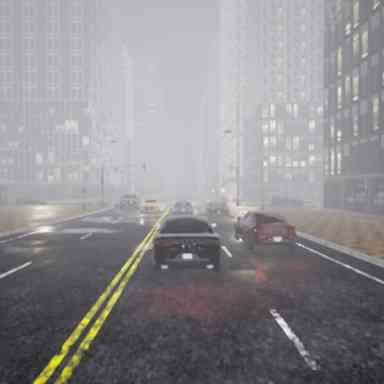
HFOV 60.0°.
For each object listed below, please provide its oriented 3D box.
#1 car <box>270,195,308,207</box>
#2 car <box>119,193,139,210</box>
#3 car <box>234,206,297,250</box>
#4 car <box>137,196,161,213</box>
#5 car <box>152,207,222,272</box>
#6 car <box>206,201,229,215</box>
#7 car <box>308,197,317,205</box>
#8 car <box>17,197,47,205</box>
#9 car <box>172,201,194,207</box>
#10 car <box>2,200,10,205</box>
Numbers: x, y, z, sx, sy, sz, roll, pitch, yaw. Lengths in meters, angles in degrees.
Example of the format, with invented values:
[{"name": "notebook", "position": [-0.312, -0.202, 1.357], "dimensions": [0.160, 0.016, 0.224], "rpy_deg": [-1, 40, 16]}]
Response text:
[{"name": "car", "position": [14.600, 1.407, 51.367], "dimensions": [5.009, 1.841, 2.192], "rpy_deg": [0, 1, -1]}, {"name": "car", "position": [-7.816, 1.207, 42.405], "dimensions": [2.150, 2.045, 5.566], "rpy_deg": [0, 0, -2]}, {"name": "car", "position": [2.958, 1.498, 14.083], "dimensions": [1.812, 1.442, 4.674], "rpy_deg": [0, 0, -2]}, {"name": "car", "position": [-4.414, 1.418, 36.091], "dimensions": [1.882, 1.535, 5.008], "rpy_deg": [0, 0, -1]}, {"name": "car", "position": [-0.182, 1.461, 10.821], "dimensions": [1.882, 1.535, 5.008], "rpy_deg": [0, 0, -2]}, {"name": "car", "position": [2.378, 1.537, 32.301], "dimensions": [1.895, 1.301, 4.718], "rpy_deg": [0, 0, -2]}, {"name": "car", "position": [19.930, 1.507, 59.836], "dimensions": [4.829, 1.417, 1.752], "rpy_deg": [0, 1, -1]}, {"name": "car", "position": [-24.323, 1.383, 50.600], "dimensions": [4.313, 1.339, 1.947], "rpy_deg": [0, 1, -1]}, {"name": "car", "position": [-0.770, 1.497, 29.160], "dimensions": [2.033, 1.411, 5.357], "rpy_deg": [0, 0, -2]}, {"name": "car", "position": [-30.009, 1.358, 50.544], "dimensions": [4.206, 1.307, 1.802], "rpy_deg": [0, 1, -1]}]
